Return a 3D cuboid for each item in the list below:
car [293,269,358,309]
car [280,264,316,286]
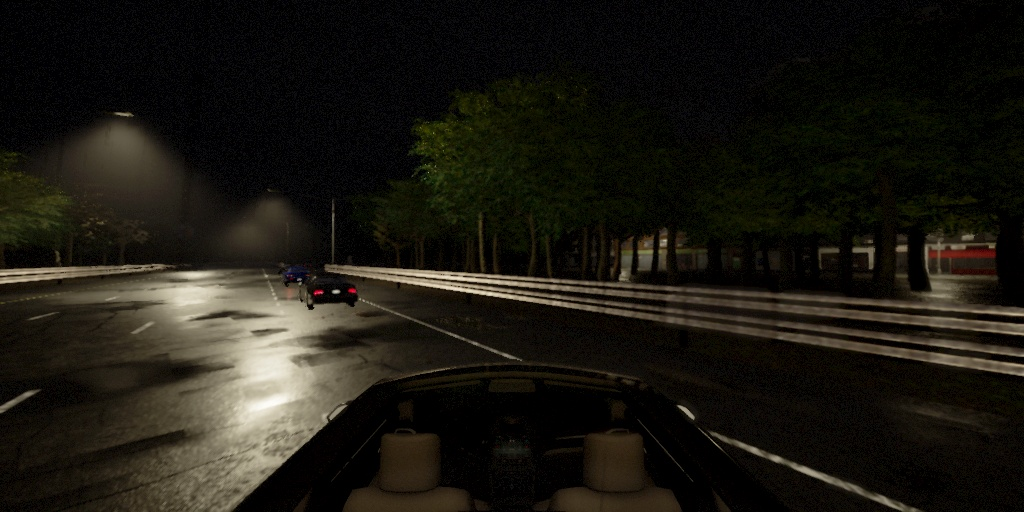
[{"bbox_3d":[-8.378,1.485,16.185,2.033,1.411,5.357,1,-1,-35],"label":"car"},{"bbox_3d":[-17.403,1.636,29.007,1.812,1.442,4.674,1,-1,-35],"label":"car"}]
